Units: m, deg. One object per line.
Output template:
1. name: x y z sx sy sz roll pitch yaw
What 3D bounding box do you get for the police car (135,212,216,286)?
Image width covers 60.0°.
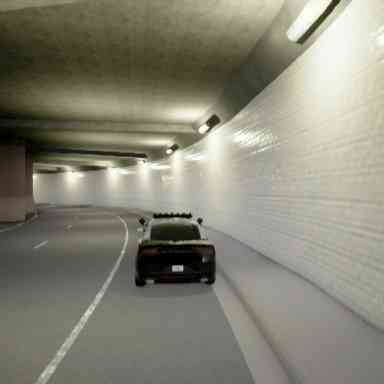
1. police car: -0.570 1.415 9.605 1.930 1.638 5.238 0 0 -6
